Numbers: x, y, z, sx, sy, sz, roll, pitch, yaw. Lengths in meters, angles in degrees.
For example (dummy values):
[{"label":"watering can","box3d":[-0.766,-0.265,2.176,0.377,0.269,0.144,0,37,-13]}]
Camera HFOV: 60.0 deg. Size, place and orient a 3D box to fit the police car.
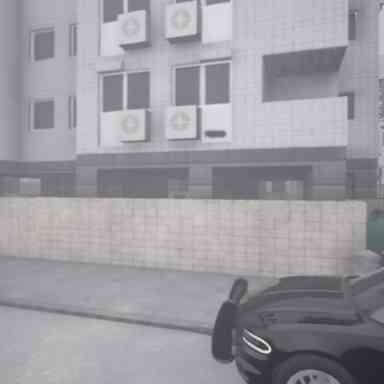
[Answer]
[{"label":"police car","box3d":[2.841,1.387,3.463,5.238,1.638,1.930,0,4,17]}]
